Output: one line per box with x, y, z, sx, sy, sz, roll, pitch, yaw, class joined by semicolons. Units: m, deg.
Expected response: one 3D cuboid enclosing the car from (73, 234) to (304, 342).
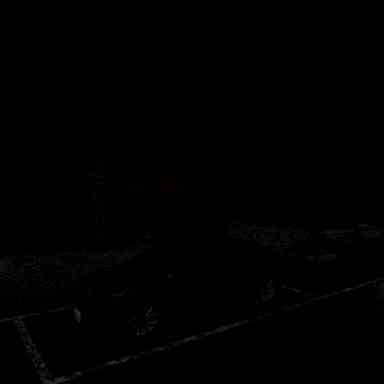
-0.036;1.566;6.510;4.313;1.339;1.947;0;0;-35;car

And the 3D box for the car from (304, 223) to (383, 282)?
4.445;1.582;9.702;4.206;1.307;1.802;0;0;-35;car
